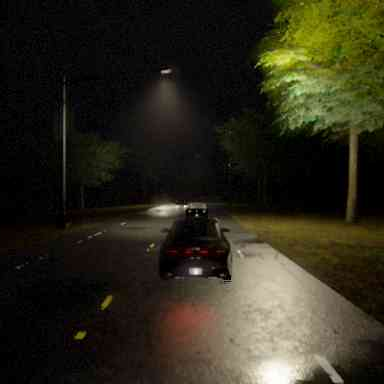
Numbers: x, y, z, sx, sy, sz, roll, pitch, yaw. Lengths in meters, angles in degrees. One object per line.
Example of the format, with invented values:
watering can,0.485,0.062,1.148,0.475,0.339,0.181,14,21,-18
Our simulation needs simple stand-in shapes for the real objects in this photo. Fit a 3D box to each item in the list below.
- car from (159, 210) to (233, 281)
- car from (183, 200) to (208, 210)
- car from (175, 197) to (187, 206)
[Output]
car,0.108,1.532,9.959,1.837,1.490,4.892,0,0,0
car,0.493,1.678,30.356,1.895,1.301,4.718,0,0,2
car,-1.850,1.695,59.343,1.837,1.490,4.892,0,0,4
